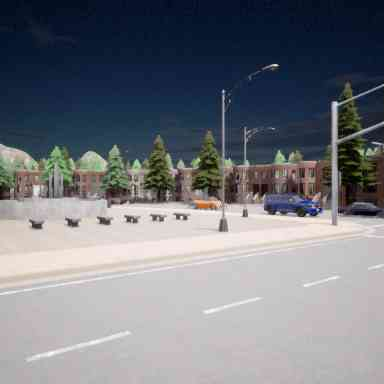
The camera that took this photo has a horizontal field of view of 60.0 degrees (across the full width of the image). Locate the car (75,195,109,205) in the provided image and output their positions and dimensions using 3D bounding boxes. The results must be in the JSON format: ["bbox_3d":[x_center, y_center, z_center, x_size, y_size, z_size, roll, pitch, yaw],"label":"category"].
[{"bbox_3d":[-15.655,1.565,52.124,4.181,1.385,1.994,0,0,18],"label":"car"}]

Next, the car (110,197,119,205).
[{"bbox_3d":[-15.229,1.621,55.693,4.718,1.301,1.895,0,0,16],"label":"car"}]

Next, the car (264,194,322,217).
[{"bbox_3d":[9.320,1.221,31.290,2.150,2.045,5.566,0,0,-38],"label":"car"}]

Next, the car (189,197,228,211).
[{"bbox_3d":[2.213,1.352,40.388,2.097,1.767,4.553,0,0,-44],"label":"car"}]

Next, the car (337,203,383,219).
[{"bbox_3d":[15.358,1.601,29.118,1.895,1.301,4.718,0,0,-38],"label":"car"}]

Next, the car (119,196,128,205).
[{"bbox_3d":[-14.104,1.564,58.804,4.181,1.385,1.994,0,0,18],"label":"car"}]

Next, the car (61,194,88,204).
[{"bbox_3d":[-22.579,1.352,63.968,4.553,1.767,2.097,0,0,7],"label":"car"}]

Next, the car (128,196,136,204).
[{"bbox_3d":[-12.759,1.505,62.036,4.892,1.490,1.837,0,0,18],"label":"car"}]

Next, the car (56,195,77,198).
[{"bbox_3d":[-23.841,1.505,60.674,4.892,1.490,1.837,0,0,5],"label":"car"}]

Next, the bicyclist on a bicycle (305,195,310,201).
[{"bbox_3d":[16.149,1.303,46.584,1.656,1.620,0.582,0,0,-37],"label":"bicyclist on a bicycle"}]
